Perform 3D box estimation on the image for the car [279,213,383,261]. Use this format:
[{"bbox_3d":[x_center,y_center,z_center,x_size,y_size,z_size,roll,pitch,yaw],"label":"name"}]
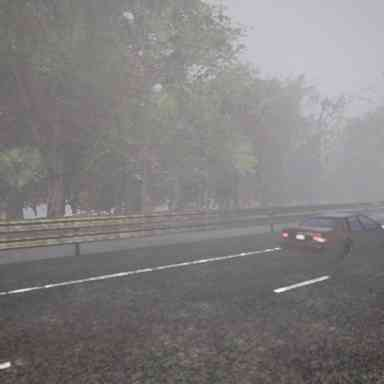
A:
[{"bbox_3d":[5.465,1.459,12.015,5.357,1.411,2.033,-1,0,-36],"label":"car"}]
